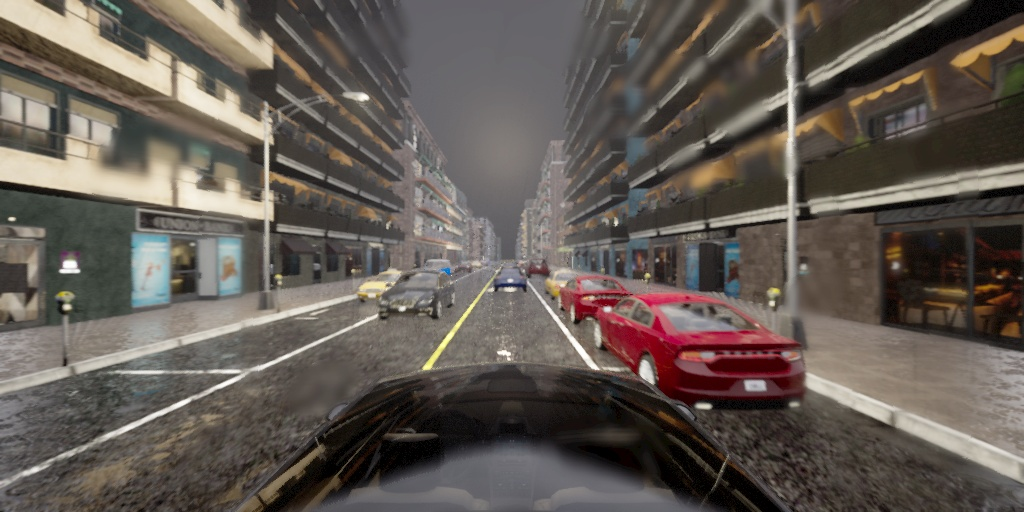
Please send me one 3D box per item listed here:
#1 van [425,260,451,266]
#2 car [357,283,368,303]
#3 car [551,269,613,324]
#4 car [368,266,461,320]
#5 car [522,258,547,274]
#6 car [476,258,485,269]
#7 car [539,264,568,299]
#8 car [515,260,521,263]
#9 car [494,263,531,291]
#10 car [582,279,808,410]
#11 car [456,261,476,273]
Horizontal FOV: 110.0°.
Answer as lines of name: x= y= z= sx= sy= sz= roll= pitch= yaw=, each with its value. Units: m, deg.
van: x=-5.934 y=1.175 z=28.760 sx=1.690 sy=1.789 sz=3.998 roll=0 pitch=0 yaw=-1
car: x=-5.827 y=1.328 z=17.267 sx=1.751 sy=1.417 sz=4.829 roll=0 pitch=0 yaw=-1
car: x=2.605 y=1.301 z=11.835 sx=1.888 sy=1.381 sz=4.507 roll=0 pitch=0 yaw=-1
car: x=-3.192 y=1.287 z=12.798 sx=1.837 sy=1.490 sz=4.892 roll=0 pitch=0 yaw=0
car: x=2.394 y=1.133 z=34.475 sx=2.192 sy=1.841 sz=5.009 roll=0 pitch=0 yaw=-1
car: x=-6.248 y=1.490 z=62.559 sx=1.751 sy=1.417 sz=4.829 roll=0 pitch=0 yaw=-1
car: x=2.550 y=1.293 z=17.662 sx=1.751 sy=1.417 sz=4.829 roll=0 pitch=0 yaw=-1
car: x=-0.269 y=1.414 z=40.169 sx=1.994 sy=1.385 sz=4.181 roll=0 pitch=0 yaw=0
car: x=-0.099 y=1.355 z=22.353 sx=1.994 sy=1.385 sz=4.181 roll=0 pitch=0 yaw=0
car: x=2.657 y=1.291 z=6.170 sx=1.888 sy=1.381 sz=4.507 roll=0 pitch=0 yaw=-1
car: x=-6.092 y=1.334 z=45.744 sx=1.967 sy=1.591 sz=4.097 roll=0 pitch=0 yaw=-1
